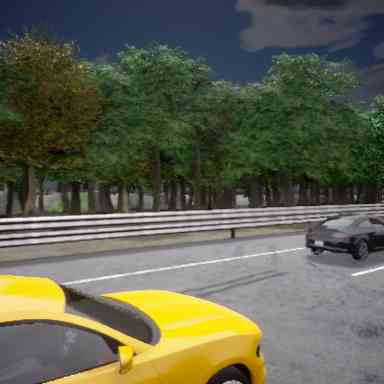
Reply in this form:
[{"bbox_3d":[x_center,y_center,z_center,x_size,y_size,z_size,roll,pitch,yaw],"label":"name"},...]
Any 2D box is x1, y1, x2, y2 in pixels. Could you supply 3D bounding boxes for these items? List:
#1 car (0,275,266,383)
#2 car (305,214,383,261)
[{"bbox_3d":[-1.555,1.473,2.662,5.008,1.535,1.882,0,0,-35],"label":"car"},{"bbox_3d":[6.078,1.519,12.154,4.674,1.442,1.812,0,0,-33],"label":"car"}]
